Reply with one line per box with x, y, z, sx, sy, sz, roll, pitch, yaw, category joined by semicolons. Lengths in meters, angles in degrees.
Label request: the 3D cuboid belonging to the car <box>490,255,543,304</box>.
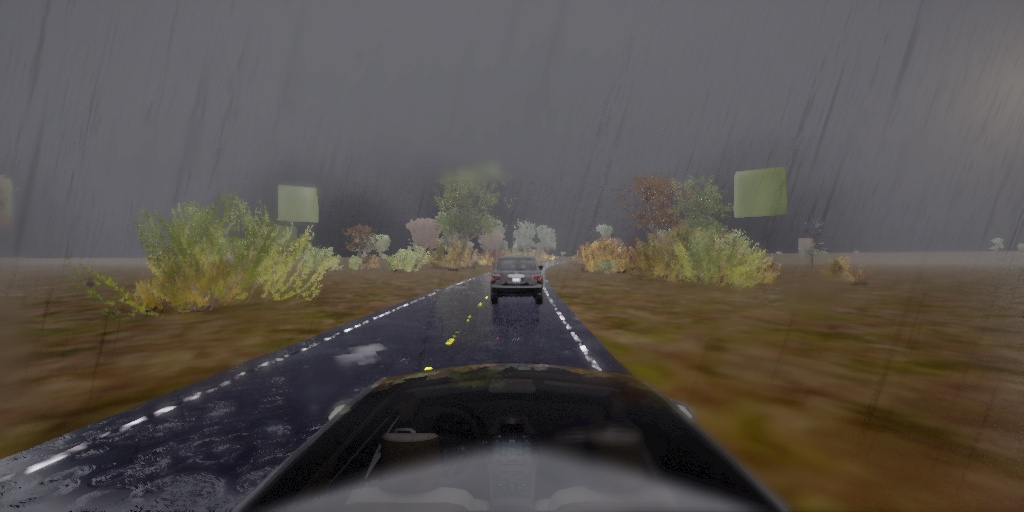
0.261;1.007;16.440;2.150;2.045;5.566;0;0;2;car
